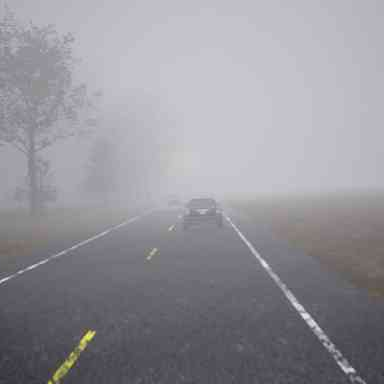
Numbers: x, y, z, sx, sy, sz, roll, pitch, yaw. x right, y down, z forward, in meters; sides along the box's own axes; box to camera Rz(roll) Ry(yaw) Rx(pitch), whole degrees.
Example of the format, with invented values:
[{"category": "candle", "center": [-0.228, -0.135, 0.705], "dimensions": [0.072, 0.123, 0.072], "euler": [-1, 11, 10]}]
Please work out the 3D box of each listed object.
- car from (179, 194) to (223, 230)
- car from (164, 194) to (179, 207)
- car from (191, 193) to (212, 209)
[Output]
[{"category": "car", "center": [0.620, 1.053, 19.189], "dimensions": [2.097, 1.767, 4.553], "euler": [-2, 1, 2]}, {"category": "car", "center": [-2.375, 1.021, 42.655], "dimensions": [1.837, 1.490, 4.892], "euler": [-2, 1, 1]}, {"category": "car", "center": [1.100, 0.924, 37.443], "dimensions": [2.128, 1.511, 4.902], "euler": [-2, 1, 1]}]
